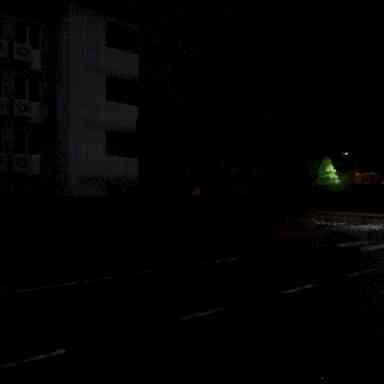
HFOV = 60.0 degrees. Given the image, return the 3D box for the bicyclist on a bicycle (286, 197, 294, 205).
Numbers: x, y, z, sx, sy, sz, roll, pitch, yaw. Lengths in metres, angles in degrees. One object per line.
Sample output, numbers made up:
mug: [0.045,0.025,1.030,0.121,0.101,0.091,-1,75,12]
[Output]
bicyclist on a bicycle: [11.434,1.454,38.733,1.656,1.620,0.582,0,0,-35]

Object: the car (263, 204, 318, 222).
car: [8.064,1.704,27.965,1.895,1.301,4.718,0,0,-35]
